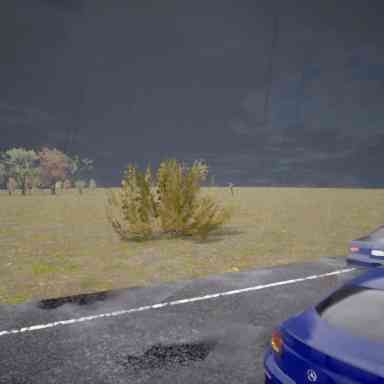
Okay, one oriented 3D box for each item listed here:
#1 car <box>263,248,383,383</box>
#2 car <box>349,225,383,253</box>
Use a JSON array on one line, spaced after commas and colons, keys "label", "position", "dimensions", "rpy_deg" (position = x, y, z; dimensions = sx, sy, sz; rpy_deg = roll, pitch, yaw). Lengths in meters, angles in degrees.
[{"label": "car", "position": [2.898, 1.526, 3.653], "dimensions": [4.674, 1.442, 1.812], "rpy_deg": [0, 0, -29]}, {"label": "car", "position": [6.606, 1.549, 9.656], "dimensions": [5.357, 1.411, 2.033], "rpy_deg": [0, 0, -36]}]
